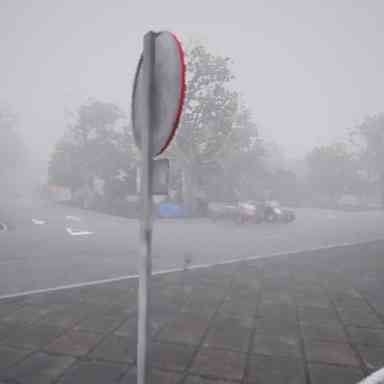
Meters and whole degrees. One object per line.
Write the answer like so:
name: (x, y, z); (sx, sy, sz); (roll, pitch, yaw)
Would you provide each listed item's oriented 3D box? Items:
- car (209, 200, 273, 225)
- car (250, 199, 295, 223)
car: (3.216, 1.499, 24.181); (2.002, 1.452, 4.674); (1, 0, -35)
car: (5.777, 1.371, 26.054); (2.185, 1.767, 4.553); (1, 0, -35)
